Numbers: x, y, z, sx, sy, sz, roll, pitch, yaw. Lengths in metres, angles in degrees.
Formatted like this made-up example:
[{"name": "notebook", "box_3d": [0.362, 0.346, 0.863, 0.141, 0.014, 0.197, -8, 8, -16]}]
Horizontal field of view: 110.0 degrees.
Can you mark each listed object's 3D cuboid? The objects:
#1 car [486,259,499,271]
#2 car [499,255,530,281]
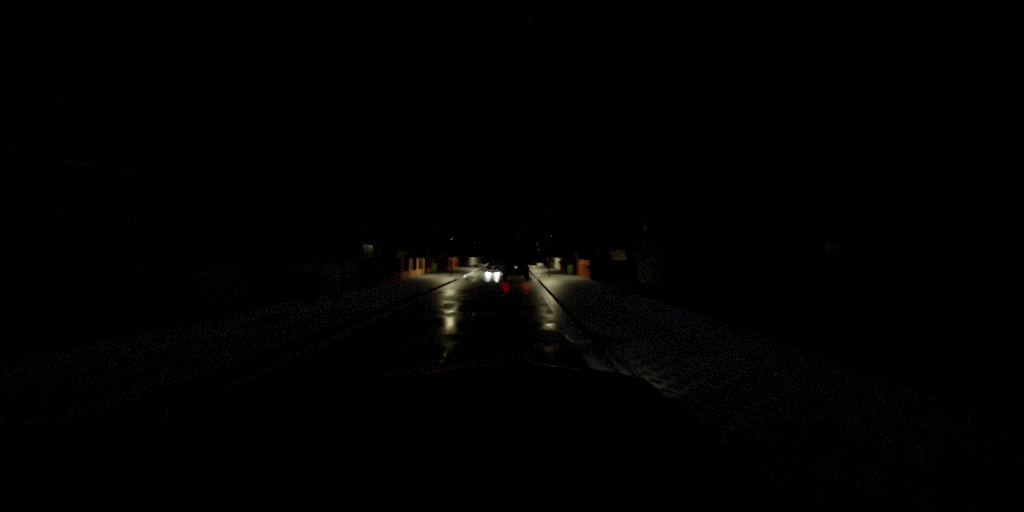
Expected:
[{"name": "car", "box_3d": [-2.323, 1.202, 46.770, 2.128, 1.511, 4.902, 0, 0, 1]}, {"name": "car", "box_3d": [0.331, 0.960, 30.634, 2.150, 2.045, 5.566, 0, 0, 1]}]
